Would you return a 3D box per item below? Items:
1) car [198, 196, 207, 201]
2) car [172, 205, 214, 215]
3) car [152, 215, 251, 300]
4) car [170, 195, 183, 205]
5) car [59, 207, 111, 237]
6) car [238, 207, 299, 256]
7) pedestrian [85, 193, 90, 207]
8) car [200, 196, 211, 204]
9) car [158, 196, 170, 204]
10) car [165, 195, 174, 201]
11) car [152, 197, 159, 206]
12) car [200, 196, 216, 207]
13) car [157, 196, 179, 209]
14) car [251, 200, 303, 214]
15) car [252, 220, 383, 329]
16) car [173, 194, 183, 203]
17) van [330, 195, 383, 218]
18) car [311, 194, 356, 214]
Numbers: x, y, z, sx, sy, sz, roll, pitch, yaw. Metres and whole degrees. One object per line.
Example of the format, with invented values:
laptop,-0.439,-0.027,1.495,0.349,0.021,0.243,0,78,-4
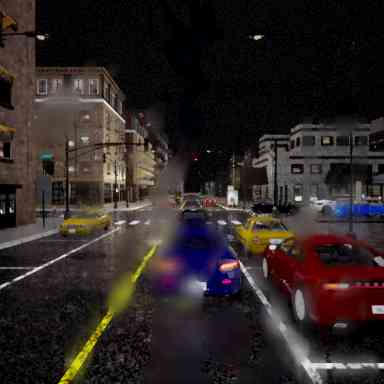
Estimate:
car,2.668,1.618,85.027,2.008,1.369,4.403,-1,0,0
car,0.097,1.564,16.956,1.994,1.385,4.181,0,0,0
car,0.102,1.525,8.263,1.812,1.442,4.674,0,0,0
car,-3.086,1.594,59.737,1.994,1.385,4.181,0,0,0
car,-5.699,1.526,18.207,1.752,1.417,4.829,0,0,0
car,2.683,1.525,12.848,1.752,1.417,4.829,0,0,0
pedestrian,-12.638,1.078,40.256,0.375,1.860,0.375,0,0,0
car,2.672,1.592,67.937,2.008,1.369,4.403,0,0,0
car,-5.708,1.592,67.923,2.008,1.369,4.403,0,0,0
car,-5.712,1.593,84.843,1.752,1.417,4.829,0,0,0
car,-5.706,1.577,56.529,2.008,1.369,4.403,0,0,0
car,2.674,1.460,50.846,1.967,1.590,4.097,0,0,0
car,-3.108,1.610,44.048,1.895,1.301,4.718,0,0,0
car,8.104,1.527,31.941,4.902,1.511,2.128,0,1,8
car,2.684,1.544,6.980,1.887,1.381,4.507,0,0,0
car,-3.014,1.404,74.377,2.097,1.767,4.553,0,0,0
van,14.653,1.412,29.143,3.998,1.788,1.690,0,0,0
car,15.478,1.254,34.937,5.566,2.045,2.150,0,0,0
